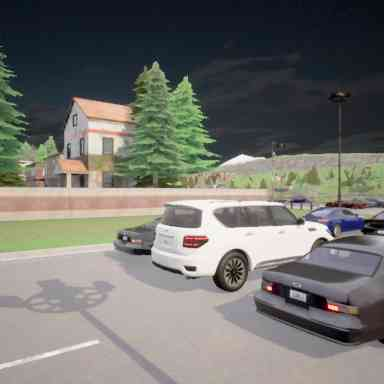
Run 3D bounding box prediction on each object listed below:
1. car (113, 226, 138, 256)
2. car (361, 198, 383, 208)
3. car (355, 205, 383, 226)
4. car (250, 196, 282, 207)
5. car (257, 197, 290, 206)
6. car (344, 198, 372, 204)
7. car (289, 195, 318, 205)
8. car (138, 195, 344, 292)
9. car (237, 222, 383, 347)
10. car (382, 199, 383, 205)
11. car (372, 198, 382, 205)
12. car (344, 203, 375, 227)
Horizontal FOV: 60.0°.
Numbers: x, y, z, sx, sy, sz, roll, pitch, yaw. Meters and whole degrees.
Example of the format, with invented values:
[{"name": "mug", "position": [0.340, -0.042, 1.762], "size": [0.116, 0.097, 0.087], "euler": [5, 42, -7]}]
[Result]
[{"name": "car", "position": [-0.133, 1.547, 12.243], "size": [5.357, 1.411, 2.033], "euler": [0, 0, -36]}, {"name": "car", "position": [27.707, 1.563, 49.276], "size": [1.994, 1.385, 4.181], "euler": [0, 0, -39]}, {"name": "car", "position": [9.678, 1.478, 14.937], "size": [5.008, 1.535, 1.882], "euler": [0, 0, -35]}, {"name": "car", "position": [11.790, 1.477, 53.179], "size": [1.882, 1.535, 5.008], "euler": [0, 0, -36]}, {"name": "car", "position": [13.765, 1.547, 56.425], "size": [2.033, 1.411, 5.357], "euler": [0, 0, -36]}, {"name": "car", "position": [19.712, 1.601, 42.365], "size": [1.895, 1.301, 4.718], "euler": [0, 0, -37]}, {"name": "car", "position": [20.038, 1.352, 59.726], "size": [2.097, 1.767, 4.553], "euler": [0, 0, -36]}, {"name": "car", "position": [1.587, 1.221, 9.178], "size": [5.566, 2.045, 2.150], "euler": [0, 0, -36]}, {"name": "car", "position": [3.566, 1.547, 6.289], "size": [5.357, 1.411, 2.033], "euler": [0, 0, -36]}, {"name": "car", "position": [25.411, 1.547, 46.456], "size": [2.033, 1.411, 5.357], "euler": [0, 0, -38]}, {"name": "car", "position": [22.490, 1.563, 44.574], "size": [1.994, 1.385, 4.181], "euler": [0, 0, -38]}, {"name": "car", "position": [7.671, 1.526, 17.804], "size": [4.674, 1.442, 1.812], "euler": [0, 0, -35]}]
